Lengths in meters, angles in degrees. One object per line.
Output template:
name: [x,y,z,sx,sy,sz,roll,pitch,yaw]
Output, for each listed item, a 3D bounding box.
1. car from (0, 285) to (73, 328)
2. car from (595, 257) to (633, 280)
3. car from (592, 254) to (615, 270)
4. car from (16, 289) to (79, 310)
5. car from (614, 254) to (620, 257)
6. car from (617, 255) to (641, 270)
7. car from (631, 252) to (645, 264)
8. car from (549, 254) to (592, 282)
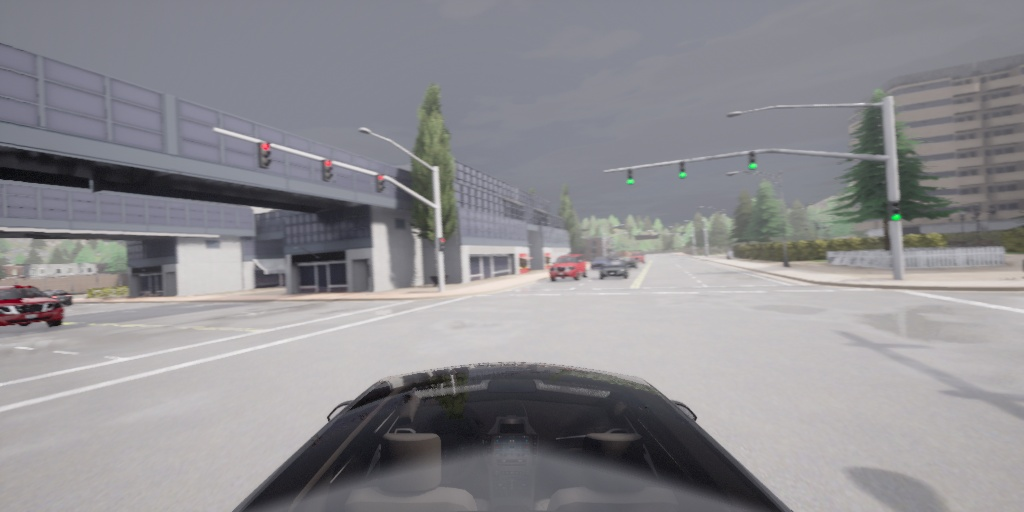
car: [-23.133,2.383,16.371,5.566,2.045,2.150,-3,0,22]
car: [8.057,1.056,28.065,1.994,1.385,4.181,-3,0,22]
car: [11.103,0.798,44.826,2.097,1.767,4.553,-3,0,22]
car: [-40.396,3.739,31.204,4.902,1.511,2.128,-3,0,23]
car: [17.136,0.371,59.522,1.837,1.490,4.892,-3,0,22]
car: [13.426,0.891,41.252,1.895,1.301,4.718,-3,0,22]
car: [20.371,0.353,58.176,2.150,2.045,5.566,-3,0,22]
car: [4.620,0.914,28.946,2.150,2.045,5.566,-3,0,22]
